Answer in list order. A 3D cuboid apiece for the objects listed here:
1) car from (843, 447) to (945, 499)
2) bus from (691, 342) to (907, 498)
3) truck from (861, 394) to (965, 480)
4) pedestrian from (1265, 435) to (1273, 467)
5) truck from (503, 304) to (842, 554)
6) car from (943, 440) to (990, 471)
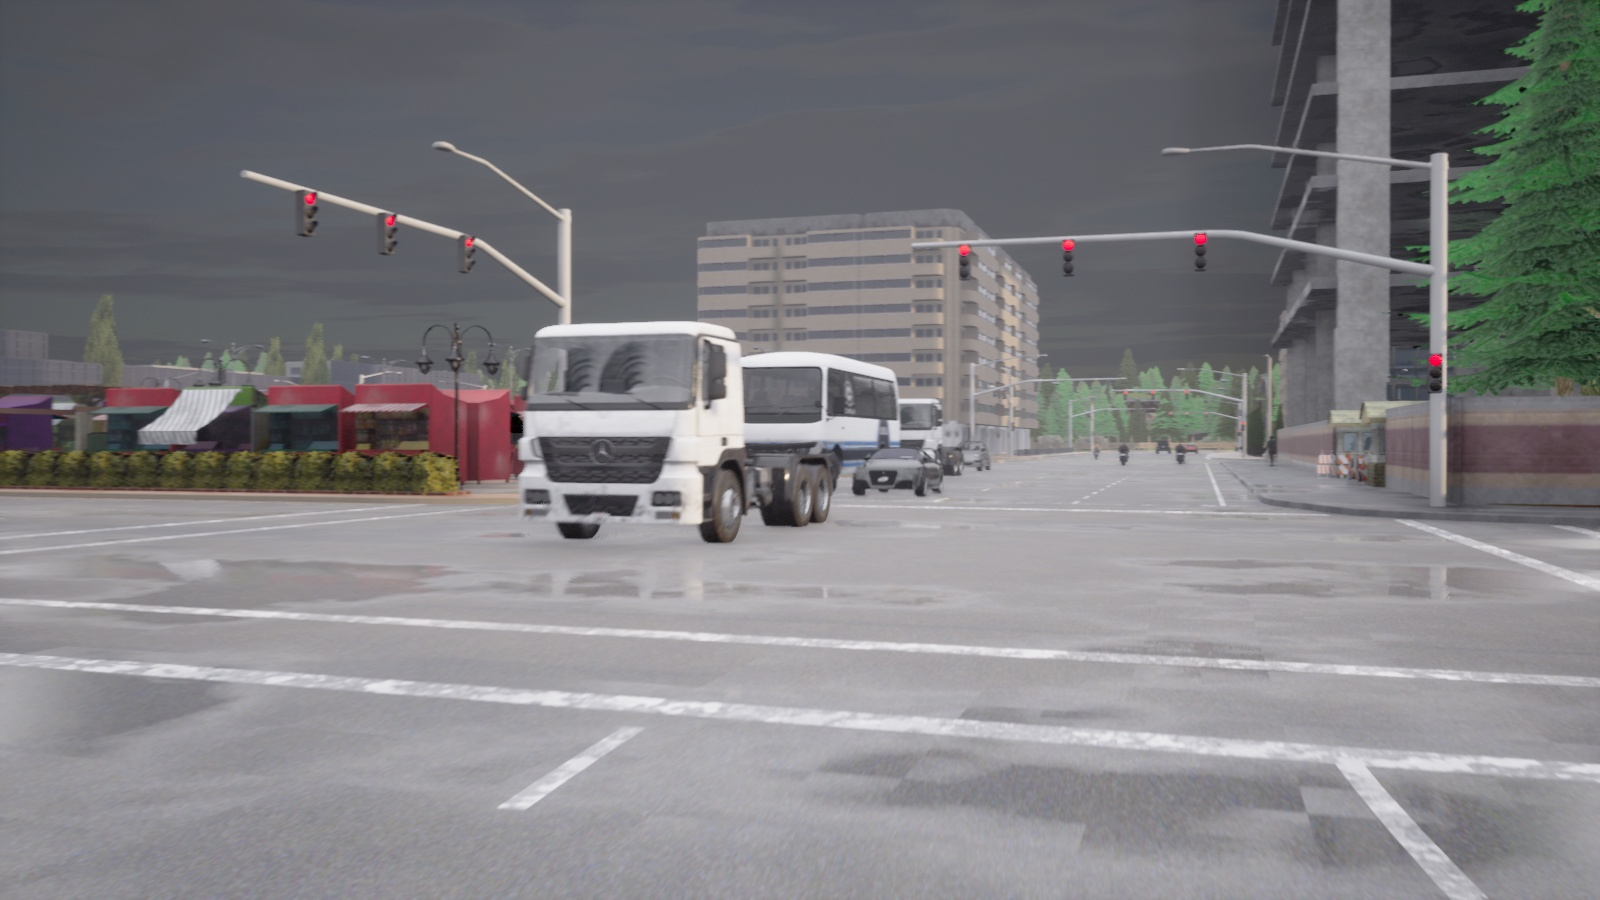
[{"bbox_3d":[2.761,0.612,35.980,1.994,1.385,4.181,0,0,17],"label":"car"},{"bbox_3d":[0.332,-0.855,39.907,3.944,4.253,10.273,0,0,17],"label":"bus"},{"bbox_3d":[5.069,-0.536,54.987,2.891,3.462,7.936,0,0,17],"label":"truck"},{"bbox_3d":[28.458,0.035,76.229,0.395,1.930,0.692,0,0,16],"label":"pedestrian"},{"bbox_3d":[-1.745,-0.317,21.628,2.891,3.462,7.936,0,0,17],"label":"truck"},{"bbox_3d":[8.959,0.282,67.377,1.851,1.617,3.988,0,0,17],"label":"car"}]
